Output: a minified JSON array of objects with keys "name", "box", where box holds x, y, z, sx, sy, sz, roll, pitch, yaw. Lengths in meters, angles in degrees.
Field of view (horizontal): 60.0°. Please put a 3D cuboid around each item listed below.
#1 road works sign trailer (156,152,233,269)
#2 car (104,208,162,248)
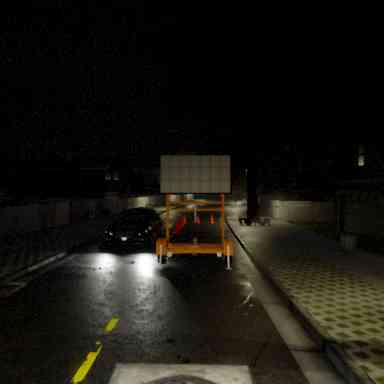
[{"name":"road works sign trailer","box":[0.116,0.464,11.121,2.380,3.560,2.880,0,0,2]},{"name":"car","box":[-2.449,1.503,14.862,1.837,1.490,4.892,0,0,2]}]
